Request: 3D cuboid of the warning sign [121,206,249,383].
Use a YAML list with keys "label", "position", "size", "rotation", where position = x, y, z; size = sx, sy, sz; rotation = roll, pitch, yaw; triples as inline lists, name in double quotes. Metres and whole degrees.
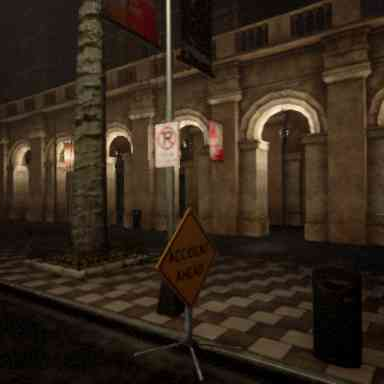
- label: "warning sign"
  position: [-0.051, 1.139, 4.275]
  size: [1.060, 1.860, 1.300]
  rotation: [-1, 0, 36]
